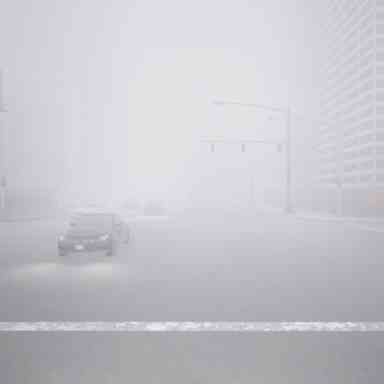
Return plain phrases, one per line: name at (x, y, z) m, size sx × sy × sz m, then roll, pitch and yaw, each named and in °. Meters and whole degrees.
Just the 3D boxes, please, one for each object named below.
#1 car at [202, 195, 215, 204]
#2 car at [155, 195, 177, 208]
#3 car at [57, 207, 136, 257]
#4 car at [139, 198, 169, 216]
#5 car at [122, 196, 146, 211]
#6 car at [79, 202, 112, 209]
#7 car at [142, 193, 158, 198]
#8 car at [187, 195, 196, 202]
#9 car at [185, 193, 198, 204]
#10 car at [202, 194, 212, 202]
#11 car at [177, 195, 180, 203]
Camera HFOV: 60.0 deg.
car at (3.473, 1.525, 64.772) m, size 1.812 × 1.442 × 4.674 m, roll 0°, pitch 0°, yaw 0°
car at (-3.690, 1.492, 48.744) m, size 2.128 × 1.511 × 4.902 m, roll 0°, pitch 0°, yaw 0°
car at (-3.622, 1.525, 13.077) m, size 1.812 × 1.442 × 4.674 m, roll 0°, pitch 0°, yaw 0°
car at (-3.637, 1.563, 32.469) m, size 1.994 × 1.385 × 4.181 m, roll 0°, pitch 0°, yaw -1°
car at (-7.177, 1.506, 40.158) m, size 1.837 × 1.490 × 4.892 m, roll 0°, pitch 0°, yaw 0°
car at (-7.862, 1.525, 26.872) m, size 1.812 × 1.442 × 4.674 m, roll 0°, pitch 0°, yaw 11°
car at (-7.188, 1.221, 59.698) m, size 2.150 × 2.045 × 5.566 m, roll 0°, pitch 0°, yaw 0°
car at (-0.143, 1.381, 74.524) m, size 1.994 × 1.385 × 4.181 m, roll 0°, pitch 0°, yaw 0°
car at (-0.122, 1.221, 63.853) m, size 2.150 × 2.045 × 5.566 m, roll 0°, pitch 0°, yaw 0°
car at (3.360, 1.355, 74.675) m, size 2.097 × 1.767 × 4.553 m, roll 0°, pitch 0°, yaw 0°
car at (-3.637, 1.350, 68.224) m, size 2.097 × 1.767 × 4.553 m, roll 0°, pitch 0°, yaw 0°
